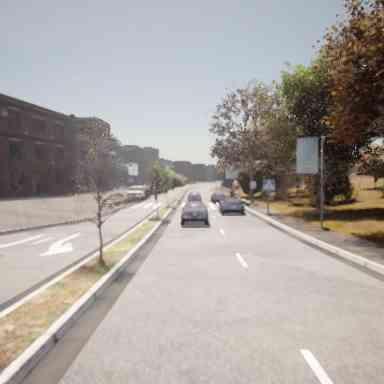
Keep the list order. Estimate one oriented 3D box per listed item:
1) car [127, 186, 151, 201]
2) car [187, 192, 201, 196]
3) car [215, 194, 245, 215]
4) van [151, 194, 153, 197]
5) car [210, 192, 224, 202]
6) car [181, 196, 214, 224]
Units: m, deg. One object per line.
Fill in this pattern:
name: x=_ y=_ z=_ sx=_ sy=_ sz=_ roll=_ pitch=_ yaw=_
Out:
car: x=-7.920 y=0.181 z=48.239 sx=2.435 sy=2.045 sz=5.566 roll=0 pitch=2 yaw=1
car: x=0.306 y=0.638 z=44.127 sx=2.033 sy=1.411 sz=5.357 roll=0 pitch=2 yaw=0
car: x=3.386 y=1.143 z=29.009 sx=1.994 sy=1.385 sz=4.181 roll=0 pitch=2 yaw=0
van: x=-7.865 y=0.027 z=53.695 sx=1.878 sy=1.987 sz=4.442 roll=0 pitch=2 yaw=1
car: x=3.457 y=0.677 z=43.575 sx=1.994 sy=1.385 sz=4.181 roll=0 pitch=2 yaw=0
car: x=0.187 y=1.326 z=22.652 sx=2.033 sy=1.411 sz=5.357 roll=0 pitch=2 yaw=0
